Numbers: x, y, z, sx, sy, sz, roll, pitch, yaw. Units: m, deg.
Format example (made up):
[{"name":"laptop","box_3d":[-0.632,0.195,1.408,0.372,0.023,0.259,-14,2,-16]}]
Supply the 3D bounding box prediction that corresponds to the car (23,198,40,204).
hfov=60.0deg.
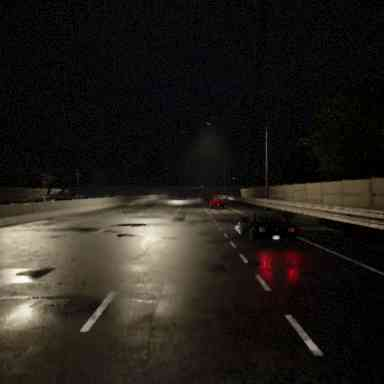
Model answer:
[{"name":"car","box_3d":[-24.510,1.597,51.817,1.994,1.385,4.181,0,0,1]}]

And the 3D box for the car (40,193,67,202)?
[{"name":"car","box_3d":[-21.009,1.254,51.847,2.150,2.045,5.566,0,0,1]}]

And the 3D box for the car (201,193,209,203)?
[{"name":"car","box_3d":[3.603,1.554,72.187,1.882,1.535,5.008,0,0,0]}]

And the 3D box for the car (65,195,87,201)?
[{"name":"car","box_3d":[-17.512,1.511,52.037,1.882,1.535,5.008,0,0,1]}]

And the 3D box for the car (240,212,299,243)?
[{"name":"car","box_3d":[3.504,1.603,16.044,1.895,1.301,4.718,0,0,0]}]

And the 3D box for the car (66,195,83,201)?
[{"name":"car","box_3d":[-27.861,1.384,78.898,2.033,1.411,5.357,0,0,0]}]

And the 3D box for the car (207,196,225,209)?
[{"name":"car","box_3d":[3.521,1.552,46.766,1.812,1.442,4.674,0,0,0]}]
